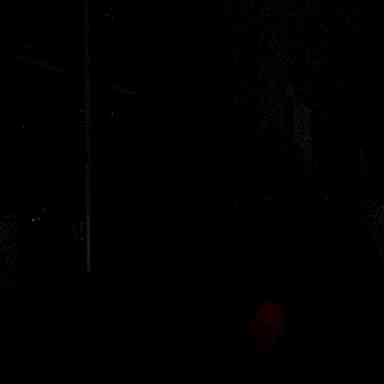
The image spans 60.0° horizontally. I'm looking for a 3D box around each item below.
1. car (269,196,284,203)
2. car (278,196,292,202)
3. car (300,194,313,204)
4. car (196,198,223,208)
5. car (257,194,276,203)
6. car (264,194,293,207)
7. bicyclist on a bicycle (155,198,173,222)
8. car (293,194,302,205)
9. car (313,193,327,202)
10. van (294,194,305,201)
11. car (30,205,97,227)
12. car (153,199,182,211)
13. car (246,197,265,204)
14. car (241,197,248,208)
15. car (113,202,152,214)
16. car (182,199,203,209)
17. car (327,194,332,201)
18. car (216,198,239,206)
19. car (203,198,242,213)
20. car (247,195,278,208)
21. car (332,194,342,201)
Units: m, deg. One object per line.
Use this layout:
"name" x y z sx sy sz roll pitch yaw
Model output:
"car" 18.834 1.613 74.050 1.947 1.339 4.313 -1 0 35
"car" 22.037 1.622 78.690 1.802 1.307 4.206 -1 0 35
"car" 19.435 1.249 59.920 2.192 1.841 5.009 -1 0 35
"car" 2.721 1.619 50.702 1.752 1.417 4.829 -1 0 35
"car" 15.627 1.371 69.410 2.192 1.841 5.009 -1 0 35
"car" 13.030 1.268 50.638 2.192 1.841 5.009 -1 0 35
"bicyclist on a bicycle" -2.025 1.285 23.606 1.656 1.620 0.582 -1 -1 35
"car" 16.235 1.509 55.277 1.947 1.339 4.313 -1 0 35
"car" 25.841 1.232 69.202 2.192 1.841 5.009 -1 0 35
"van" 28.439 1.381 87.976 1.690 1.788 3.998 -1 -1 35
"car" -8.959 1.609 23.487 1.812 1.442 4.674 -1 0 36
"car" -3.590 1.559 41.559 1.967 1.590 4.097 -1 0 35
"car" 12.427 1.609 64.767 1.887 1.381 4.507 -1 0 35
"car" 7.669 1.509 47.473 1.837 1.490 4.892 -1 0 35
"car" -6.791 1.716 36.917 1.802 1.307 4.206 -1 0 35
"car" -0.385 1.687 46.200 1.802 1.307 4.206 -1 0 35
"car" 29.142 1.435 73.981 1.752 1.417 4.829 -1 -1 35
"car" 6.021 1.649 55.484 1.947 1.339 4.313 -1 0 35
"car" 3.425 1.554 36.713 1.947 1.339 4.313 -1 0 35
"car" 9.829 1.508 45.995 1.887 1.381 4.507 -1 0 35
"car" 35.451 1.492 83.122 1.802 1.307 4.206 -1 -1 35
